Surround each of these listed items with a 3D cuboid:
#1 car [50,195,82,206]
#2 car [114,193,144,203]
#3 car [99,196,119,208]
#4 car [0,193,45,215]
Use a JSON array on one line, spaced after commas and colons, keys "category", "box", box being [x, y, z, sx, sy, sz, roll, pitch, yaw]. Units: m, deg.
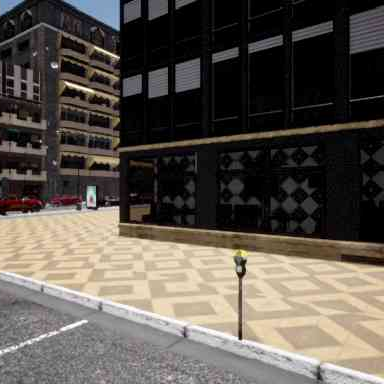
[{"category": "car", "box": [-16.091, 1.075, 42.621, 1.802, 1.307, 4.206, 1, 2, 35]}, {"category": "car", "box": [-9.718, 0.834, 51.698, 2.008, 1.369, 4.403, 2, 2, 35]}, {"category": "car", "box": [-9.197, 1.073, 37.857, 1.947, 1.339, 4.313, 1, 2, 35]}, {"category": "car", "box": [-15.571, 1.029, 28.771, 2.192, 1.841, 5.009, 1, 2, 35]}]
